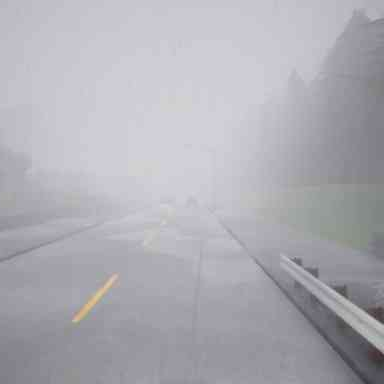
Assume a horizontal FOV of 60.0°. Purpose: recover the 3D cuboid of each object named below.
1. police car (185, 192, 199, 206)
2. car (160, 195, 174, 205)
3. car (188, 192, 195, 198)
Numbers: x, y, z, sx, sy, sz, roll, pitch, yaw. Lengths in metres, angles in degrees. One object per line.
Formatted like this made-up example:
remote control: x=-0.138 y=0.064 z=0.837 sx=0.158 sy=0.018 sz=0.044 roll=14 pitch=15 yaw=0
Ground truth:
police car: x=0.013 y=1.286 z=50.312 sx=1.930 sy=1.638 sz=5.238 roll=0 pitch=0 yaw=1
car: x=-4.076 y=1.336 z=54.991 sx=2.128 sy=1.511 sz=4.902 roll=0 pitch=0 yaw=1
car: x=-0.087 y=0.835 z=91.717 sx=1.882 sy=1.535 sz=5.008 roll=0 pitch=0 yaw=0
